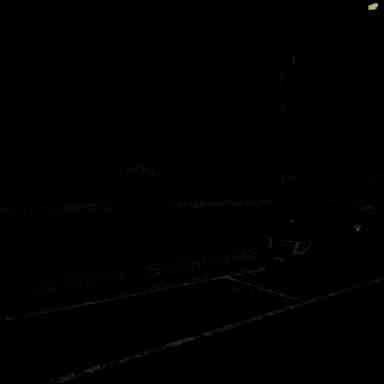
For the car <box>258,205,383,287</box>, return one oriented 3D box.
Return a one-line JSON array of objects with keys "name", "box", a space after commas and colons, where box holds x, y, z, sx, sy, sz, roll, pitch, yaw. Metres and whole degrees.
[{"name": "car", "box": [4.162, 1.313, 9.503, 5.009, 1.841, 2.192, 0, 0, -35]}]
